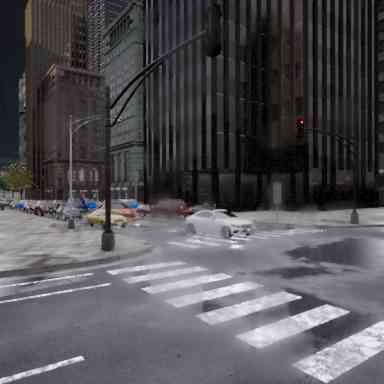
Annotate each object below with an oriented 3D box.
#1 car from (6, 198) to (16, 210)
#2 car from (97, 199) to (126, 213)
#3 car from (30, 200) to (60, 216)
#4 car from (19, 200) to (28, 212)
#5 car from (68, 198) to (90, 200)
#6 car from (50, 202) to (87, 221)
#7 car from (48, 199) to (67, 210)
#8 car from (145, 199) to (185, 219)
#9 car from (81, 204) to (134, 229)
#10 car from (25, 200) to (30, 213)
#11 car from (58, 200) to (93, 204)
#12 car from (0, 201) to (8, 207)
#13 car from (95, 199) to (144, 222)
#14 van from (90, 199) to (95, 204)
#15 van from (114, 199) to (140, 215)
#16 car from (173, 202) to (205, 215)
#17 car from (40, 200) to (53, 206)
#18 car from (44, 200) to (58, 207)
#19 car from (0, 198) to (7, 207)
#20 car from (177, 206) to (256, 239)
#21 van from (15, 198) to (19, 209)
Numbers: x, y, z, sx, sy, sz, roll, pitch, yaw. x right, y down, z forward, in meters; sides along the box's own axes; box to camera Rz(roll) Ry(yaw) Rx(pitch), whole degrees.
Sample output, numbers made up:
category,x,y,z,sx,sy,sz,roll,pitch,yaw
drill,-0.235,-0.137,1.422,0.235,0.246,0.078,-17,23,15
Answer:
category,x,y,z,sx,sy,sz,roll,pitch,yaw
car,-31.943,2.356,60.511,1.967,1.590,4.097,-1,0,-35
car,-11.189,1.880,46.043,2.192,1.841,5.009,-1,0,-35
car,-17.702,1.903,40.446,2.192,1.841,5.009,-1,0,-35
car,-23.355,2.159,48.413,1.967,1.590,4.097,-1,0,-35
car,-17.904,1.902,50.878,2.150,2.045,5.566,0,-1,-35
car,-12.040,2.007,32.477,2.008,1.369,4.403,-1,0,-35
car,-24.062,2.174,59.563,2.097,1.767,4.553,0,-1,-35
car,-2.369,1.673,33.589,2.192,1.841,5.009,-1,0,-35
car,-6.286,1.846,24.371,1.752,1.417,4.829,-1,0,-35
car,-20.525,2.199,44.430,1.887,1.381,4.507,-1,0,-35
car,-14.112,2.037,40.034,2.128,1.511,4.902,0,-1,-35
car,-44.391,2.774,78.051,1.802,1.307,4.206,-1,0,-35
car,-6.461,1.716,29.235,2.097,1.767,4.553,0,-1,-35
van,-17.068,2.042,54.346,1.690,1.788,3.998,-1,0,-35
van,-8.249,1.837,41.892,1.690,1.788,3.998,-1,0,-35
car,0.576,1.833,29.437,1.887,1.381,4.507,-1,0,-35
car,-34.733,2.665,79.172,1.947,1.339,4.313,-1,0,-35
car,-31.721,2.600,74.929,1.947,1.339,4.313,-1,0,-35
car,-41.280,2.669,73.667,1.887,1.381,4.507,-1,0,-35
car,1.411,1.689,18.438,1.812,1.442,4.674,0,-1,-38
van,-26.186,2.125,52.398,1.690,1.788,3.998,-1,0,-35
